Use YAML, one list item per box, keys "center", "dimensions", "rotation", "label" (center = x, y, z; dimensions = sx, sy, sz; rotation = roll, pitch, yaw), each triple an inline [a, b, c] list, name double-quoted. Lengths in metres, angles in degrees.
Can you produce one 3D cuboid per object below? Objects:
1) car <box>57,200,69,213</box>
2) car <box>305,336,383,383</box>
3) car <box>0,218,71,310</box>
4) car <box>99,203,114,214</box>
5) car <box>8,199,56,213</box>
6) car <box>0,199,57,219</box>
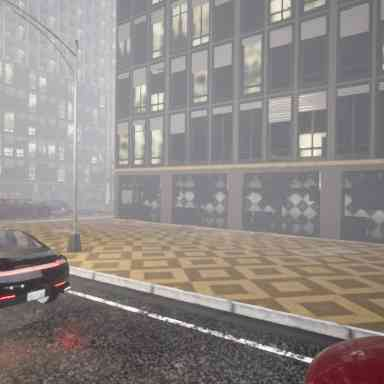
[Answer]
- center: [-16.719, 1.665, 38.593]
  dimensions: [1.837, 1.490, 4.892]
  rotation: [1, 1, 36]
  label: "car"
- center: [2.937, 1.526, 1.602]
  dimensions: [4.674, 1.442, 1.812]
  rotation: [0, 0, 35]
  label: "car"
- center: [-4.550, 1.488, 6.902]
  dimensions: [4.902, 1.511, 2.128]
  rotation: [0, 0, 35]
  label: "car"
- center: [-8.751, 1.828, 39.672]
  dimensions: [1.752, 1.417, 4.829]
  rotation: [1, 0, 36]
  label: "car"
- center: [-19.046, 1.641, 39.817]
  dimensions: [1.752, 1.417, 4.829]
  rotation: [1, 0, 36]
  label: "car"
- center: [-15.532, 1.518, 30.448]
  dimensions: [2.192, 1.841, 5.009]
  rotation: [1, 0, 36]
  label: "car"
